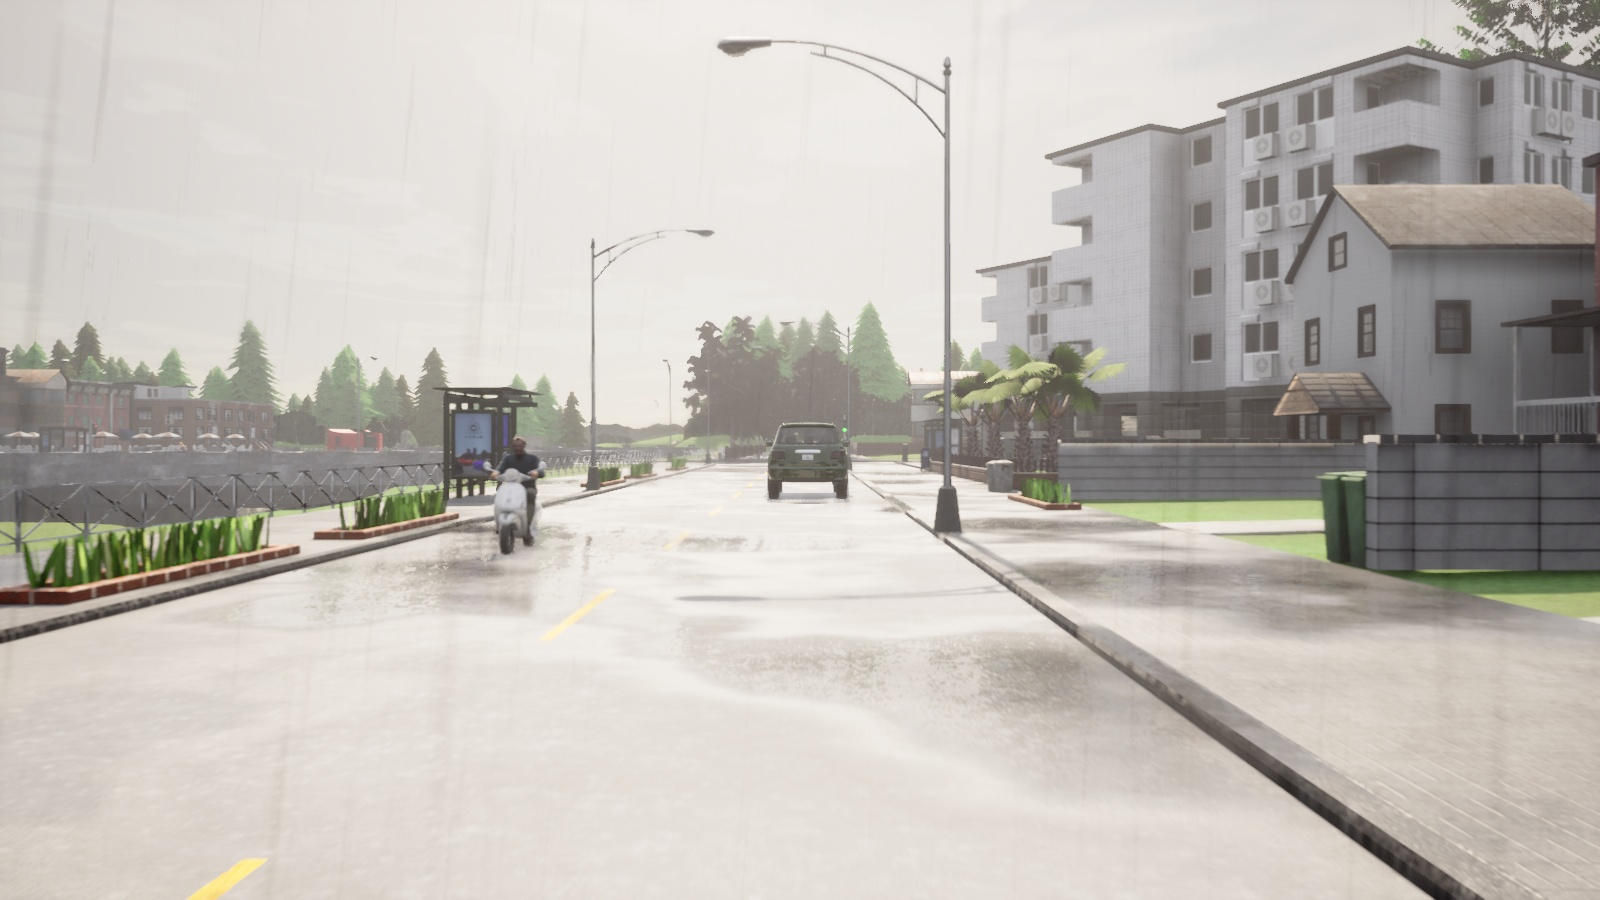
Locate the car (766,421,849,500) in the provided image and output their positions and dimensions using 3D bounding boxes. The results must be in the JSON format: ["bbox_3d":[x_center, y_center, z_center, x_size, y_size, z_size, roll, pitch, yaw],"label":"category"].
[{"bbox_3d":[0.219,0.266,35.398,2.150,2.045,5.566,0,0,0],"label":"car"}]

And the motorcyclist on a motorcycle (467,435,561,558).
[{"bbox_3d":[-3.886,0.600,17.190,0.866,1.590,1.817,0,0,0],"label":"motorcyclist on a motorcycle"}]
